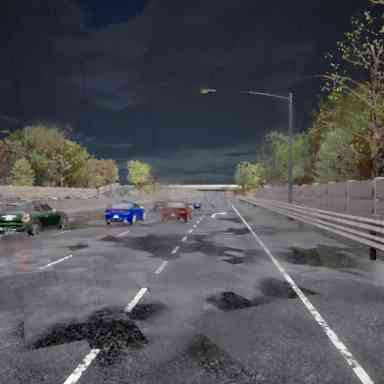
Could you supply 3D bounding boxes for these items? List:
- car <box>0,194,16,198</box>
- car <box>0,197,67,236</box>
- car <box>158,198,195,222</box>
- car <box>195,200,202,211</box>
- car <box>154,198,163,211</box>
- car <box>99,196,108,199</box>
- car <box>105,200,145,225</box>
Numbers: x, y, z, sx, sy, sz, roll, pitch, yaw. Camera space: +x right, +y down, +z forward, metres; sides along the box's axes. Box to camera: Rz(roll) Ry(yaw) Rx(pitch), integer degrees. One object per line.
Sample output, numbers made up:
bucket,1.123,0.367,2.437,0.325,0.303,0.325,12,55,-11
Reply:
car,-24.311,1.358,43.805,2.097,1.767,4.553,0,0,6
car,-8.807,1.351,18.566,2.097,1.767,4.553,0,0,5
car,-1.102,1.478,26.090,1.882,1.535,5.008,0,0,5
car,0.261,1.606,41.277,1.895,1.301,4.718,0,0,5
car,-3.349,1.509,40.256,1.837,1.490,4.892,0,0,5
car,-18.389,1.571,69.501,1.812,1.442,4.674,0,0,5
car,-4.769,1.478,24.395,1.882,1.535,5.008,0,0,5
